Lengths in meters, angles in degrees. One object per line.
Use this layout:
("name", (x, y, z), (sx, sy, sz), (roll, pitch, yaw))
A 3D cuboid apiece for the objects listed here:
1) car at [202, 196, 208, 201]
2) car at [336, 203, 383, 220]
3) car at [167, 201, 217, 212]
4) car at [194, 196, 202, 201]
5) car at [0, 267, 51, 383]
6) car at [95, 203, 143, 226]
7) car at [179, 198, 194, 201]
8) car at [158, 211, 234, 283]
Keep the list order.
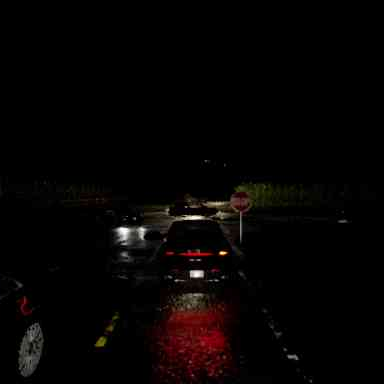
("car", (2.094, 1.714, 71.414), (2.097, 1.767, 4.553), (0, 0, 12))
("car", (15.912, 1.727, 30.623), (5.008, 1.535, 1.882), (0, 0, 5))
("car", (0.033, 1.755, 31.895), (4.718, 1.301, 1.895), (0, 0, 4))
("car", (0.122, 1.860, 61.323), (1.994, 1.385, 4.181), (0, 0, 9))
("car", (-2.856, 1.503, 2.671), (2.128, 1.511, 4.902), (0, 0, 0))
("car", (-5.542, 1.585, 24.772), (1.837, 1.490, 4.892), (3, -2, -42))
("car", (-1.267, 1.844, 51.432), (1.895, 1.301, 4.718), (0, 0, 6))
("car", (0.087, 1.550, 9.766), (1.837, 1.490, 4.892), (0, 0, 0))
